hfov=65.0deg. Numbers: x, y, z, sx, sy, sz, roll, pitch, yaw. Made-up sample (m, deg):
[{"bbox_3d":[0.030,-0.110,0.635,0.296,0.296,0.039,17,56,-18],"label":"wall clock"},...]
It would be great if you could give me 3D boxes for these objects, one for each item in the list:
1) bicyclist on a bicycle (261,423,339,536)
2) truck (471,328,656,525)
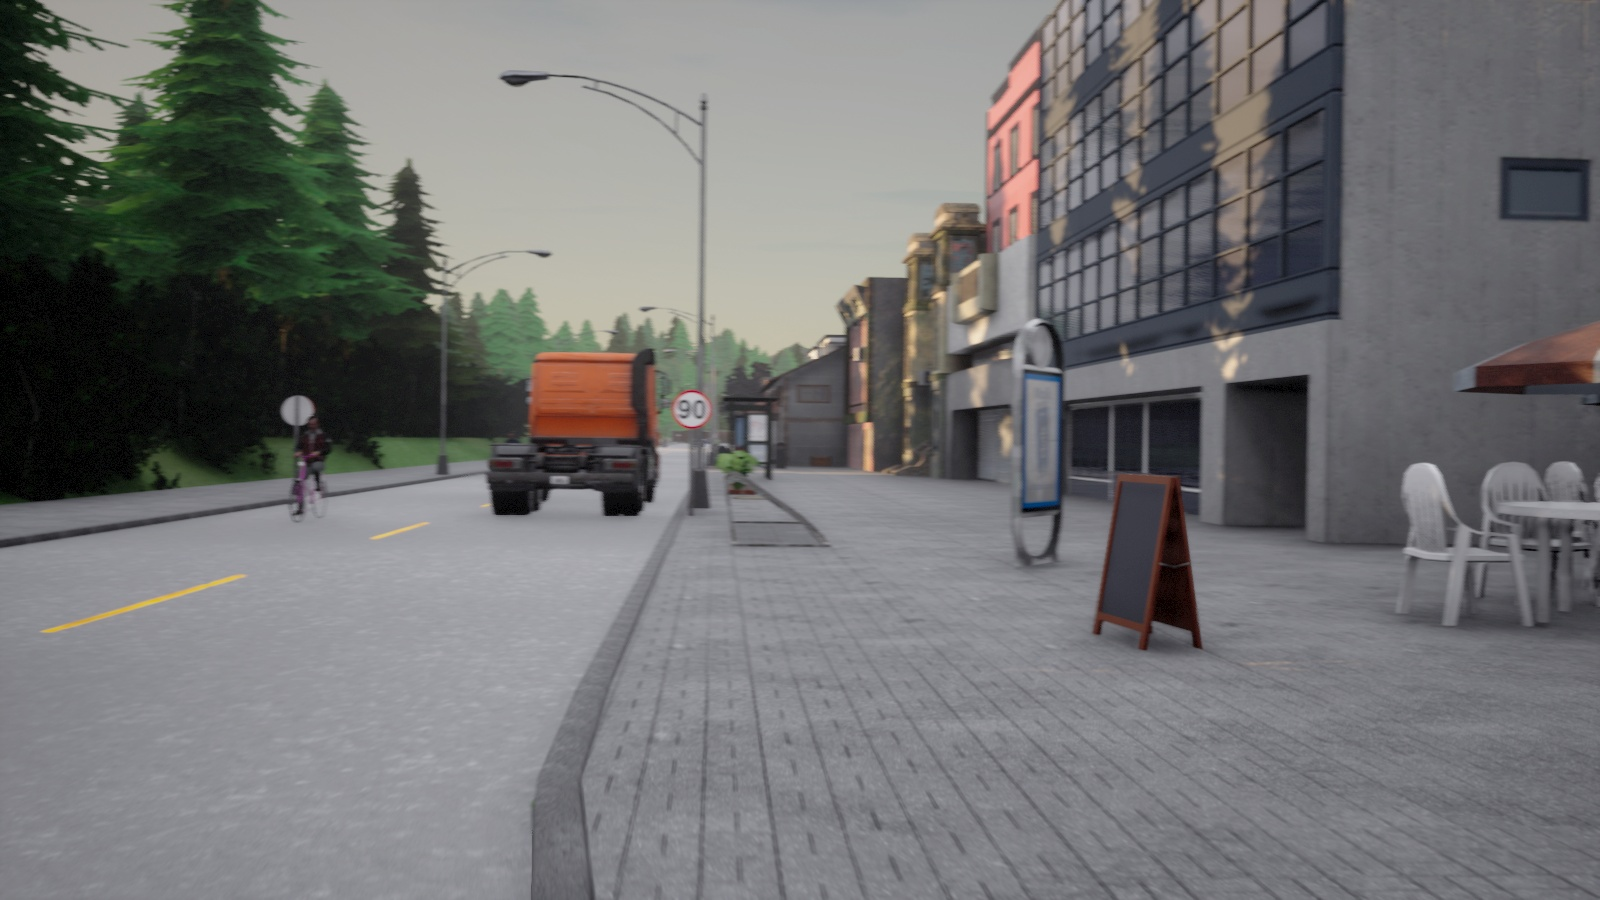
[{"bbox_3d":[-8.257,0.464,20.825,0.659,1.776,1.843,0,0,-4],"label":"bicyclist on a bicycle"},{"bbox_3d":[-4.637,-0.455,26.212,2.891,3.462,7.936,0,1,-4],"label":"truck"}]
